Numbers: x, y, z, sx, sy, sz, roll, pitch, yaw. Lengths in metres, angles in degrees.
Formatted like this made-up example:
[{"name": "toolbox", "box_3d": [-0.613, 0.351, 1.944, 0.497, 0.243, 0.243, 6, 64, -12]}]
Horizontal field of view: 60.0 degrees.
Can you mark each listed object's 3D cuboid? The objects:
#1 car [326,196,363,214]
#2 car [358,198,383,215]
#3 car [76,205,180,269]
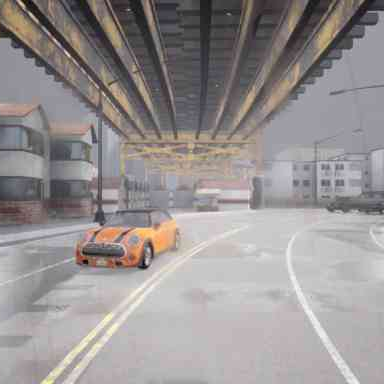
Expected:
[{"name": "car", "box_3d": [18.706, 1.519, 40.286, 5.566, 2.045, 2.150, 2, -2, -32]}, {"name": "car", "box_3d": [21.514, 1.774, 37.536, 4.902, 1.511, 2.128, 2, -1, -32]}, {"name": "car", "box_3d": [-1.935, 1.363, 11.317, 2.097, 1.767, 4.553, 0, 0, 14]}]
